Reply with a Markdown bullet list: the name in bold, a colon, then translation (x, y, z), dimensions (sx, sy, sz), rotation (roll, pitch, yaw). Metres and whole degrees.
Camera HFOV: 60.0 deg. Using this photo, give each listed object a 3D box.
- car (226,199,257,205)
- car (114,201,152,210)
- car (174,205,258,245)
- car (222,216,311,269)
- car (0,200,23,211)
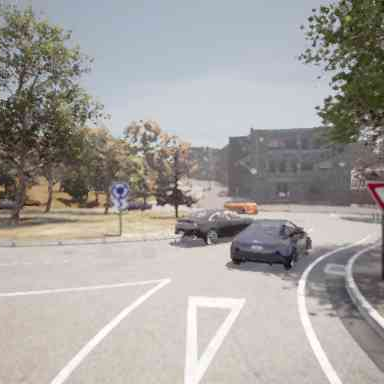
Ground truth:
- **car**: translation (5.648, 1.607, 39.052), dimensions (2.097, 1.767, 4.553), rotation (0, 0, -27)
- **car**: translation (-8.522, 1.966, 48.213), dimensions (5.357, 1.411, 2.033), rotation (0, 0, 4)
- **car**: translation (1.372, 1.605, 16.208), dimensions (4.902, 1.511, 2.128), rotation (0, 0, -40)
- **car**: translation (2.885, 1.647, 11.725), dimensions (1.994, 1.385, 4.181), rotation (0, 0, 28)
- **car**: translation (-23.862, 1.751, 41.575), dimensions (2.128, 1.511, 4.902), rotation (-1, -1, 43)
